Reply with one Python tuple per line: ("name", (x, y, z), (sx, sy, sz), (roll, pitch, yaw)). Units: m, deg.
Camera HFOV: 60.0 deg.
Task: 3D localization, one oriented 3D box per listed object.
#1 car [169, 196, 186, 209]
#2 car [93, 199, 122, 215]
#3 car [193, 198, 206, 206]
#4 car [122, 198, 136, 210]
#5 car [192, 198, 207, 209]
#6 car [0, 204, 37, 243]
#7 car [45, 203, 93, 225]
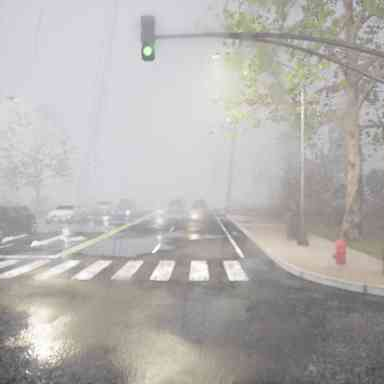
("car", (-2.209, 1.629, 46.933), (1.812, 1.442, 4.674), (0, 0, 1))
("car", (-9.098, 1.619, 34.966), (1.812, 1.442, 4.674), (0, 0, 2))
("car", (1.295, 1.674, 56.883), (1.994, 1.385, 4.181), (0, 0, 1))
("car", (-8.828, 1.612, 44.843), (1.837, 1.490, 4.892), (0, 0, 2))
("car", (1.039, 1.663, 46.817), (1.994, 1.385, 4.181), (0, 0, 1))
("car", (-9.577, 1.410, 16.333), (2.097, 1.767, 4.553), (0, 0, 2))
("car", (-9.350, 1.602, 25.239), (1.812, 1.442, 4.674), (0, 0, 1))
